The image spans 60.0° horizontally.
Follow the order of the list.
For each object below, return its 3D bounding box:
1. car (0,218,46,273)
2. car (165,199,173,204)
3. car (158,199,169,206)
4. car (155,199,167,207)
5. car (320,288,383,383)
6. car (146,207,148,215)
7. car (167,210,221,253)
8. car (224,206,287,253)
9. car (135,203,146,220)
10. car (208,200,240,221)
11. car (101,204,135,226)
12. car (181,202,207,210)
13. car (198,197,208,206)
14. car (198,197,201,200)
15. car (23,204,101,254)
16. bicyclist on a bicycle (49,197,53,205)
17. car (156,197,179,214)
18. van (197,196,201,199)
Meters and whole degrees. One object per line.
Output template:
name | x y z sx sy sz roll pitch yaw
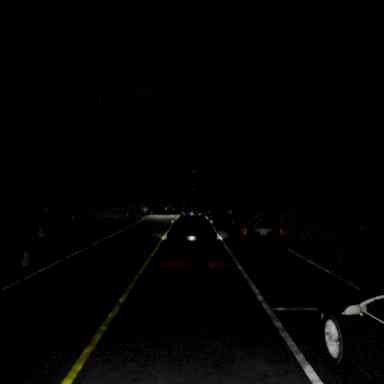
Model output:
car | -5.853 1.630 8.740 1.887 1.381 4.507 1 -1 0
car | -5.877 2.424 86.571 1.802 1.307 4.206 1 -1 0
car | -5.872 2.219 69.554 1.887 1.381 4.507 1 -1 0
car | -5.870 2.163 63.881 1.887 1.381 4.507 1 -1 0
car | 2.675 1.581 3.111 2.008 1.369 4.403 1 -1 0
car | -5.861 1.880 36.692 1.752 1.417 4.829 1 -1 0
car | 0.000 1.703 14.341 1.994 1.385 4.181 0 0 0
car | 2.673 1.579 14.360 1.967 1.590 4.097 1 -1 0
car | -5.860 1.847 31.238 1.887 1.381 4.507 1 -1 0
car | 2.670 1.562 25.610 2.192 1.841 5.009 1 -1 0
car | -5.858 1.772 25.444 1.752 1.417 4.829 1 -1 0
car | -0.008 1.828 29.003 2.033 1.411 5.357 0 -1 0
car | 2.656 2.200 63.874 1.802 1.307 4.206 1 -1 0
car | 2.654 2.256 69.547 1.802 1.307 4.206 1 -1 0
car | -5.852 1.454 14.367 2.192 1.841 5.009 1 -1 0
bicyclist on a bicycle | -23.029 1.677 54.321 0.582 1.620 1.656 0 -1 0
car | -3.013 1.598 41.341 2.150 2.045 5.566 0 0 0
van | 2.653 2.126 80.896 1.690 1.788 3.998 1 -1 0
